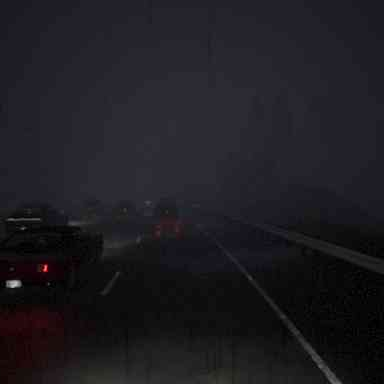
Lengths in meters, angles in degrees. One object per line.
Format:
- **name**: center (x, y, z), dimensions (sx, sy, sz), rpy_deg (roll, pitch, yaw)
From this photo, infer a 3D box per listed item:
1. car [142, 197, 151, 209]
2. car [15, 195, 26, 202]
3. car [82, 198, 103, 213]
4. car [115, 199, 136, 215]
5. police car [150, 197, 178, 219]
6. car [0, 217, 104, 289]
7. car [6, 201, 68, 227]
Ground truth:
- **car**: center (-5.370, 1.451, 44.079), dimensions (1.812, 1.442, 4.674), rpy_deg (0, 0, -14)
- **car**: center (-38.944, 1.456, 75.645), dimensions (1.994, 1.385, 4.181), rpy_deg (0, 0, -26)
- **car**: center (-10.848, 1.436, 36.525), dimensions (2.128, 1.511, 4.902), rpy_deg (0, 0, -11)
- **car**: center (-6.746, 1.437, 33.773), dimensions (2.128, 1.511, 4.902), rpy_deg (0, 0, -10)
- **police car**: center (-2.382, 1.374, 29.057), dimensions (1.930, 1.638, 5.238), rpy_deg (0, 0, -9)
- **car**: center (-3.755, 1.588, 9.043), dimensions (1.895, 1.301, 4.718), rpy_deg (0, 0, -3)
- **car**: center (-7.940, 1.468, 17.494), dimensions (2.128, 1.511, 4.902), rpy_deg (0, 0, -6)
